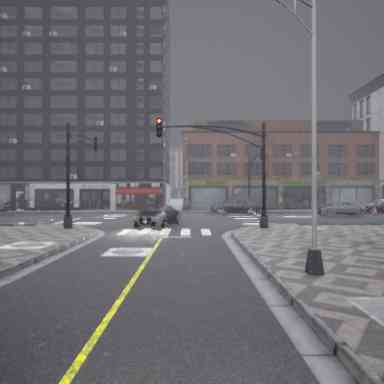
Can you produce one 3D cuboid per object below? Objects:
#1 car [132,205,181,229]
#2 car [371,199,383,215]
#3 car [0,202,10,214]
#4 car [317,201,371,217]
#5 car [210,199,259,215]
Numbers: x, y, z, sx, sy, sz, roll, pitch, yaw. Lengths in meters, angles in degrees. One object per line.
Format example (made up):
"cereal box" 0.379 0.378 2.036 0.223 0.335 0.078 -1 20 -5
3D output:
"car" -2.175 1.517 21.129 1.994 1.385 4.181 0 0 16
"car" 19.468 1.473 33.541 5.008 1.535 1.882 0 0 0
"car" -20.986 1.567 33.515 4.902 1.511 2.128 0 0 0
"car" 13.451 1.545 30.287 4.181 1.385 1.994 0 0 0
"car" 4.305 1.531 33.531 4.892 1.490 1.837 0 0 0
